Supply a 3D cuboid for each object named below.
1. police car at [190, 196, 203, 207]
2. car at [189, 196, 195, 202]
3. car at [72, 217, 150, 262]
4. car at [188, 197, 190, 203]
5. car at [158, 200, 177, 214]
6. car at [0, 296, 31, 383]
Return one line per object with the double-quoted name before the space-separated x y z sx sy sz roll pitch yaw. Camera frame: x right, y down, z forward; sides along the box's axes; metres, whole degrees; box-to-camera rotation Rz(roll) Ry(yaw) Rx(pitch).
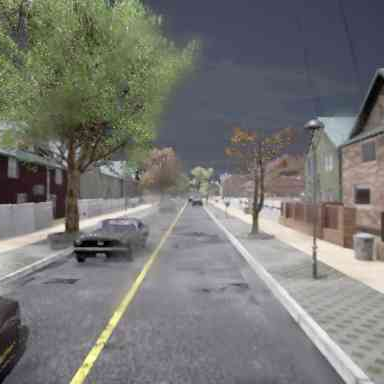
"police car" 0.973 1.721 58.498 1.930 1.638 5.238 0 0 0
"car" 0.018 1.867 91.612 1.812 1.442 4.674 0 0 0
"car" -2.798 1.661 12.480 1.895 1.301 4.718 0 0 1
"car" 0.014 1.728 76.227 1.882 1.535 5.008 0 0 0
"car" -2.830 1.696 38.987 1.837 1.490 4.892 0 0 0
"car" -2.847 1.556 1.633 2.033 1.411 5.357 0 0 0
